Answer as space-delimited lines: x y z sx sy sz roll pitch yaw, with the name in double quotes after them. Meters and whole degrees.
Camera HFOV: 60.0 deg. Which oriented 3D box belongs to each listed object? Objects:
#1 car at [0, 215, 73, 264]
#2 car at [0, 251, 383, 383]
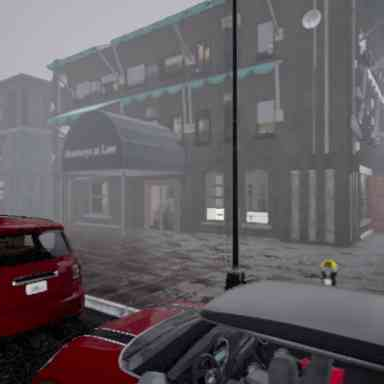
-3.951 1.326 5.697 5.009 1.841 2.192 0 0 36 "car"
0.558 1.442 2.478 4.097 1.590 1.967 0 0 36 "car"
